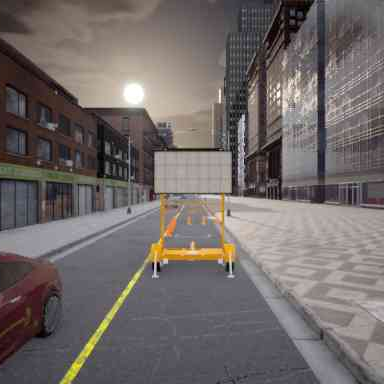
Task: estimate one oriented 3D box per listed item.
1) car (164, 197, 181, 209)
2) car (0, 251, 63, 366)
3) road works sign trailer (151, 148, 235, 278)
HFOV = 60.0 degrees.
[{"bbox_3d":[-2.957,1.538,45.525,2.128,1.511,4.902,0,0,0],"label":"car"},{"bbox_3d":[-3.089,1.526,3.922,1.812,1.442,4.674,0,0,0],"label":"car"},{"bbox_3d":[0.031,0.468,10.171,2.380,3.560,2.880,0,0,0],"label":"road works sign trailer"}]
